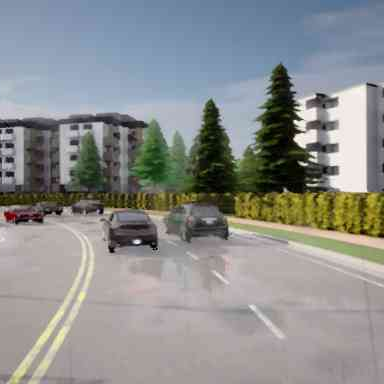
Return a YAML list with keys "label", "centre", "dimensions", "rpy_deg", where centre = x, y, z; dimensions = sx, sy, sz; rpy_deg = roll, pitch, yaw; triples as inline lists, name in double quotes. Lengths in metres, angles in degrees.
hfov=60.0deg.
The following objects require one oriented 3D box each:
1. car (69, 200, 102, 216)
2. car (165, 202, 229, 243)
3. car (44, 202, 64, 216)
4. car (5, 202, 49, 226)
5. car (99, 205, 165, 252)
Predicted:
- label: "car"
  centre: [-10.516, 1.532, 33.084]
  dimensions: [1.837, 1.490, 4.892]
  rpy_deg: [0, 0, -43]
- label: "car"
  centre: [0.041, 1.331, 16.448]
  dimensions: [2.097, 1.767, 4.553]
  rpy_deg: [0, 0, -20]
- label: "car"
  centre: [-14.274, 1.654, 32.049]
  dimensions: [4.718, 1.301, 1.895]
  rpy_deg: [0, 0, 44]
- label: "car"
  centre: [-12.223, 1.650, 24.230]
  dimensions: [1.895, 1.301, 4.718]
  rpy_deg: [0, 0, -38]
- label: "car"
  centre: [-2.706, 1.505, 14.012]
  dimensions: [1.837, 1.490, 4.892]
  rpy_deg: [0, 0, -19]
